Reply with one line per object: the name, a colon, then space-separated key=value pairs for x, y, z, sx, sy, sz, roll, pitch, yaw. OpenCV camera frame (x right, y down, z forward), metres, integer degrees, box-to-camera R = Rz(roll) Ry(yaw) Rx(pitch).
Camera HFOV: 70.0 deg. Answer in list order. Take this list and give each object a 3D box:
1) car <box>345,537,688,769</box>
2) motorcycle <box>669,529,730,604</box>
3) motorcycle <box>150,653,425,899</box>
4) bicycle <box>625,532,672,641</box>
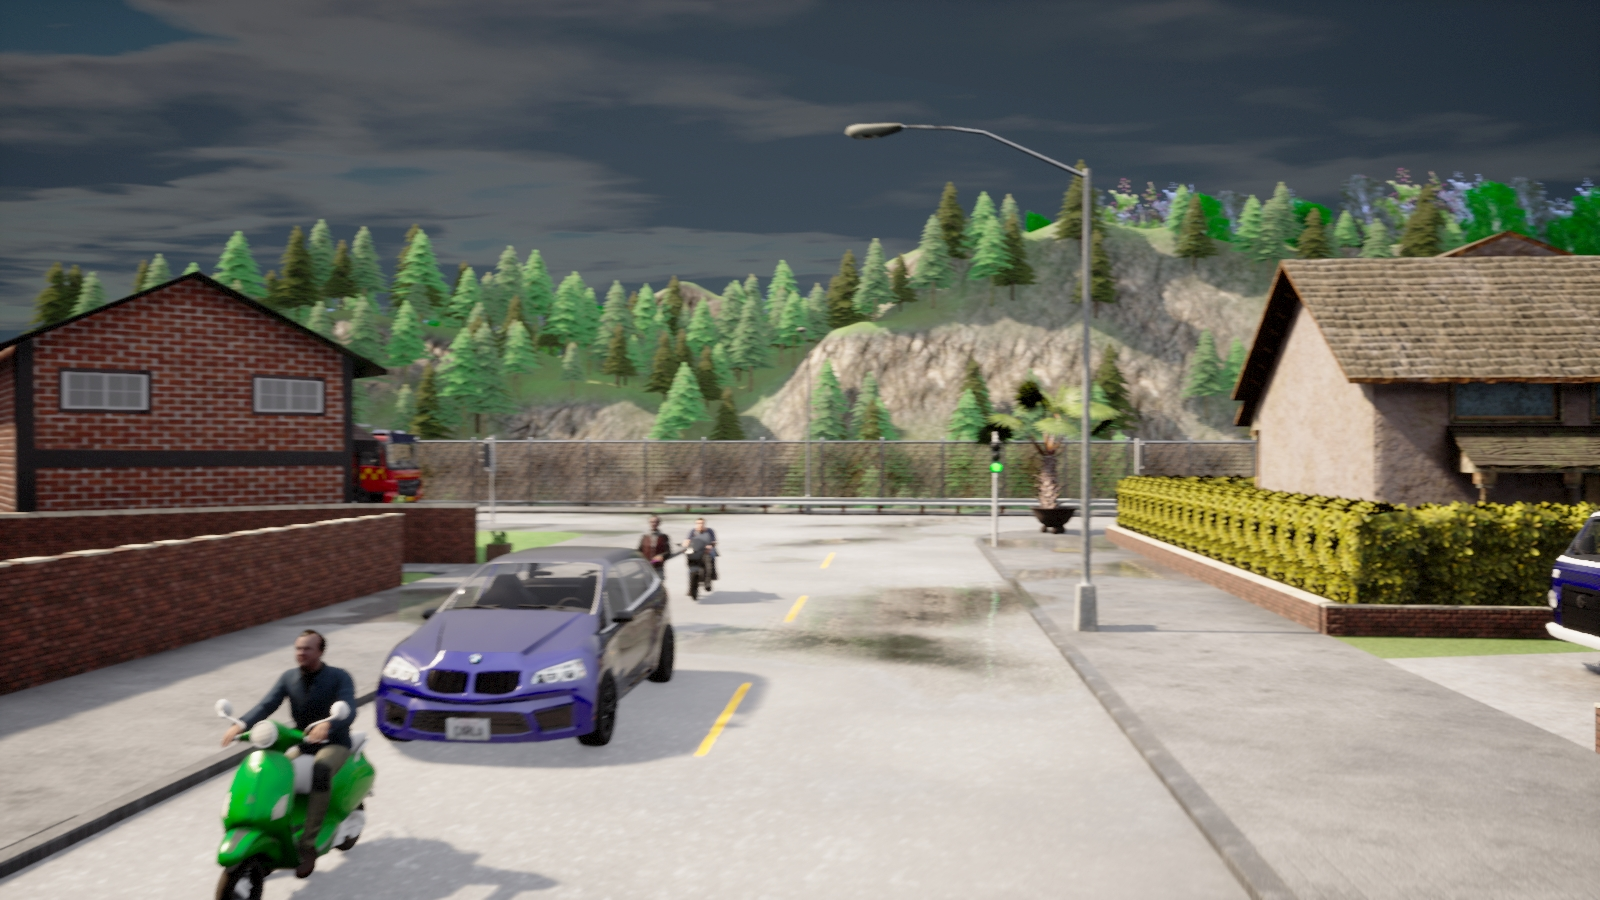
car: x=-2.746 y=1.963 z=12.408 sx=2.242 sy=1.667 sz=4.611 roll=0 pitch=0 yaw=5
motorcycle: x=-1.883 y=2.181 z=21.677 sx=0.803 sy=1.199 sz=2.033 roll=0 pitch=0 yaw=6
motorcycle: x=-3.206 y=2.137 z=7.379 sx=0.856 sy=1.316 sz=1.805 roll=0 pitch=0 yaw=5
bicycle: x=-2.314 y=2.055 z=17.607 sx=0.329 sy=1.471 sz=1.835 roll=0 pitch=0 yaw=5
